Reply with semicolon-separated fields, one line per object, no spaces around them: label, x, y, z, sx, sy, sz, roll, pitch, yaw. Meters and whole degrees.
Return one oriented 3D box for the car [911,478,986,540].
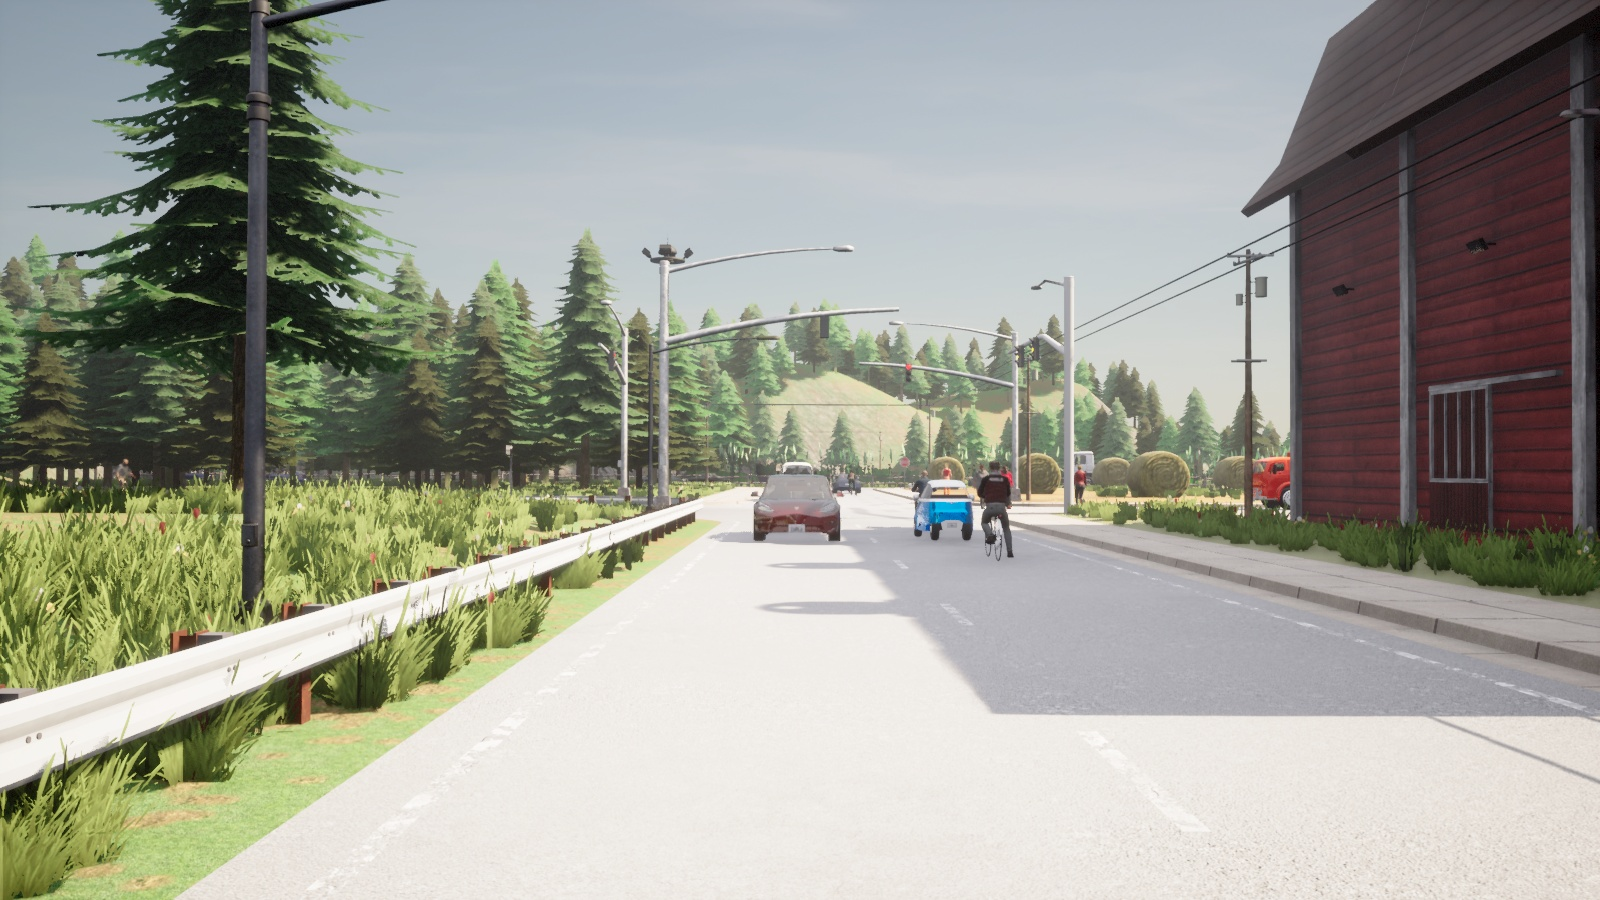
car;3.436;1.348;29.386;1.481;1.376;2.207;0;-1;0

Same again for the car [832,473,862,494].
car;3.304;2.354;88.871;1.994;1.385;4.181;0;-1;0

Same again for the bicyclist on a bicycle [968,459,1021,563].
bicyclist on a bicycle;3.450;1.047;22.406;0.659;1.776;1.843;0;-1;0

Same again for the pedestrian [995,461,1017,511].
pedestrian;7.799;1.355;47.555;0.634;1.844;0.899;0;-1;-4

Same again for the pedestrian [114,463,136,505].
pedestrian;-29.730;1.495;55.302;0.694;1.848;0.540;0;-1;1

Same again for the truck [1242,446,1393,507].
truck;21.534;1.089;52.427;5.204;2.467;2.627;0;-1;-1

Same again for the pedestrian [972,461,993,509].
pedestrian;7.504;1.424;51.586;0.659;1.952;0.873;0;-1;-4

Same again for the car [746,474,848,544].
car;-0.049;1.304;29.223;2.163;1.488;4.792;0;-1;0

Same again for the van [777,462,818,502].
van;-0.147;1.652;66.455;2.069;2.038;4.480;0;-1;0

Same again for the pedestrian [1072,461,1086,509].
pedestrian;10.744;1.357;48.387;0.331;1.846;0.636;0;-1;-4
